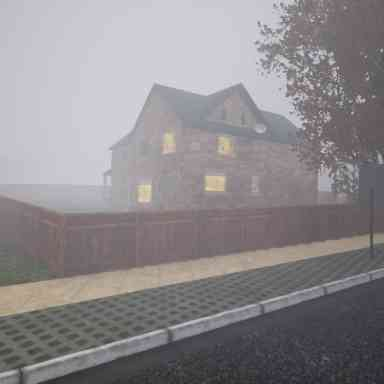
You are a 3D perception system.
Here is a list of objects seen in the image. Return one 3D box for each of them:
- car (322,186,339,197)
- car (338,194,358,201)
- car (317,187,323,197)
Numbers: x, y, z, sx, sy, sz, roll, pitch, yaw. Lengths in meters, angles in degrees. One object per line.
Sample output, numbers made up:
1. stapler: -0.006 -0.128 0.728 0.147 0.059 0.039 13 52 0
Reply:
1. car: 21.617 0.090 53.422 2.150 2.045 5.566 1 2 -4
2. car: 19.461 0.783 39.861 1.994 1.385 4.181 1 2 -3
3. car: 18.673 0.262 53.659 1.882 1.535 5.008 1 2 -3
